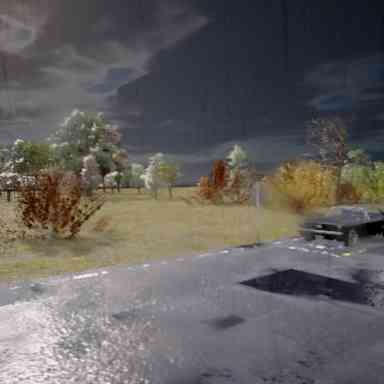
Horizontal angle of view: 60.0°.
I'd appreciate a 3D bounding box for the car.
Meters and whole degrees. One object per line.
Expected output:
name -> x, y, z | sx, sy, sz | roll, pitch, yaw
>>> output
car -> 6.219, 1.219, 13.098 | 4.718, 1.301, 1.895 | -2, 1, -37
